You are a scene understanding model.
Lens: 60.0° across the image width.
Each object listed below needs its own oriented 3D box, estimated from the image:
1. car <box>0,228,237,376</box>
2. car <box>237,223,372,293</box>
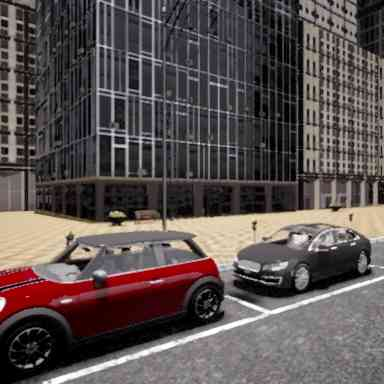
[{"bbox_3d":[-1.479,1.436,5.506,4.097,1.590,1.967,0,0,-36],"label":"car"},{"bbox_3d":[3.024,1.534,8.719,4.403,1.369,2.008,0,0,-36],"label":"car"}]
